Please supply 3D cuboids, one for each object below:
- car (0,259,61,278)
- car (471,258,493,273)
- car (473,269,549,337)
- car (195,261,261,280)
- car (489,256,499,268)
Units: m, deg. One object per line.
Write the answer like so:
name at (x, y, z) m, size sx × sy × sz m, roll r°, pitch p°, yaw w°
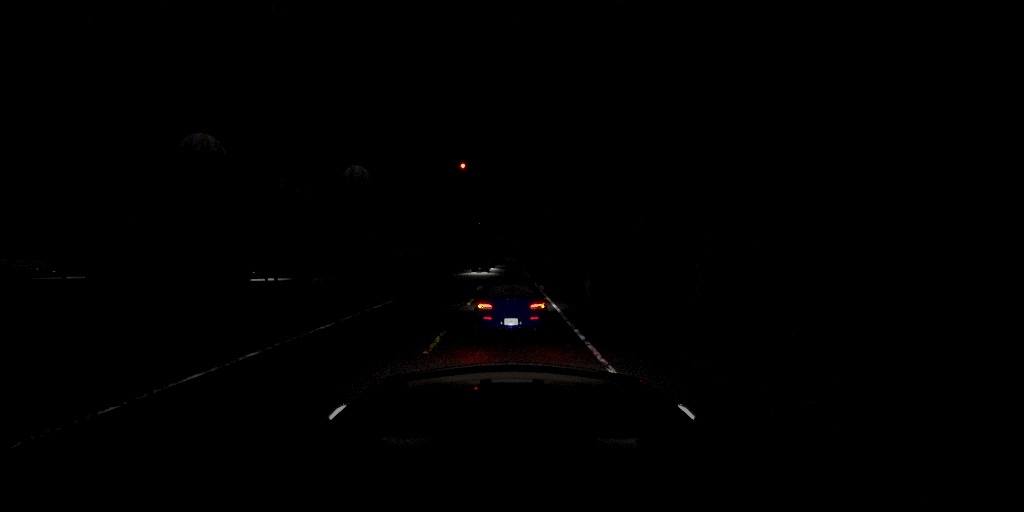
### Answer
car at (-38.491, 0.928, 28.278) m, size 4.674 × 1.442 × 1.812 m, roll 1°, pitch 0°, yaw 0°
car at (-3.769, 1.286, 43.385) m, size 1.994 × 1.385 × 4.181 m, roll 0°, pitch 0°, yaw 0°
car at (-0.030, 1.274, 10.165) m, size 1.812 × 1.442 × 4.674 m, roll 0°, pitch 0°, yaw 0°
car at (-22.457, 1.117, 28.429) m, size 4.181 × 1.385 × 1.994 m, roll 1°, pitch 0°, yaw 0°
car at (-3.811, 1.190, 59.278) m, size 2.128 × 1.511 × 4.902 m, roll 0°, pitch 0°, yaw 0°
